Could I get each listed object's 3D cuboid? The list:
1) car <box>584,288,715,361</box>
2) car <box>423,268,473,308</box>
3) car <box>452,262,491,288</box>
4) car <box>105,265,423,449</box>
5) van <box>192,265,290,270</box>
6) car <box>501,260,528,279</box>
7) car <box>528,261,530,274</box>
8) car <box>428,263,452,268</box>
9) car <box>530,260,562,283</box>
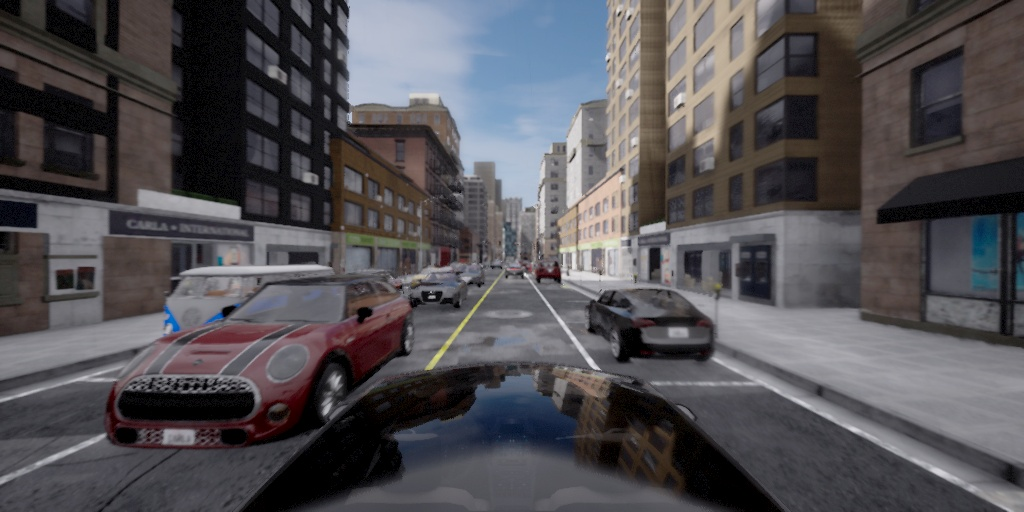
[{"bbox_3d":[2.873,1.367,8.240,1.948,1.339,4.313,0,0,0],"label":"car"},{"bbox_3d":[-3.045,1.385,15.573,1.994,1.385,4.181,0,0,0],"label":"car"},{"bbox_3d":[-2.956,1.381,25.703,2.128,1.511,4.902,0,0,1],"label":"car"},{"bbox_3d":[-3.088,1.111,5.597,2.097,1.767,4.553,0,0,1],"label":"car"},{"bbox_3d":[-5.652,1.104,8.281,1.690,1.789,3.998,0,0,0],"label":"van"},{"bbox_3d":[0.255,1.476,36.484,2.128,1.511,4.902,0,0,0],"label":"car"},{"bbox_3d":[3.031,1.584,41.218,2.007,1.370,4.403,0,0,0],"label":"car"},{"bbox_3d":[-5.574,1.396,24.599,1.751,1.417,4.829,0,0,0],"label":"car"},{"bbox_3d":[2.979,1.264,30.226,2.192,1.841,5.009,0,0,0],"label":"car"}]
